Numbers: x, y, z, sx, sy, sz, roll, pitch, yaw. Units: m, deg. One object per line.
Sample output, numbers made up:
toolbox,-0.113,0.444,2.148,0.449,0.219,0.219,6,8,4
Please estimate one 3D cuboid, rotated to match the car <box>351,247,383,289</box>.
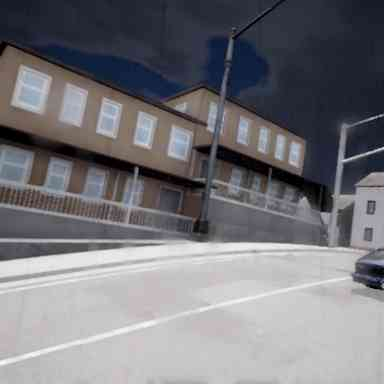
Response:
car,6.290,1.783,8.501,5.357,1.411,2.033,5,-3,-35
